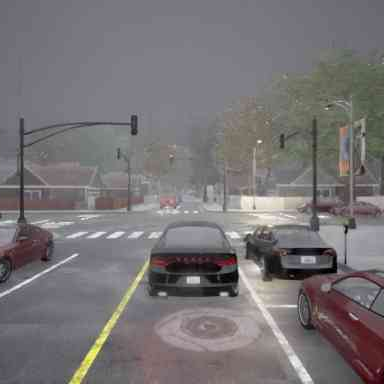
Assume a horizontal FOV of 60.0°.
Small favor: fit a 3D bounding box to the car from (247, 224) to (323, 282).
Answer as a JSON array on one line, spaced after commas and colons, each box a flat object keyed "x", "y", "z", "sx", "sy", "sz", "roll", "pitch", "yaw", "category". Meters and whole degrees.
[{"x": 2.623, "y": 1.566, "z": 9.580, "sx": 1.947, "sy": 1.339, "sz": 4.313, "roll": 0, "pitch": 0, "yaw": 0, "category": "car"}]

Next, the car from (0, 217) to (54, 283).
[{"x": -5.402, "y": 1.582, "z": 9.563, "sx": 1.802, "sy": 1.307, "sz": 4.206, "roll": 0, "pitch": 0, "yaw": 0, "category": "car"}]

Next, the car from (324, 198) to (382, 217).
[{"x": 14.327, "y": 1.470, "z": 29.323, "sx": 4.181, "sy": 1.385, "sz": 1.994, "roll": 0, "pitch": 0, "yaw": 0, "category": "car"}]

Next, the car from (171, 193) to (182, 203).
[{"x": -3.207, "y": 1.272, "z": 69.499, "sx": 2.150, "sy": 2.045, "sz": 5.566, "roll": 0, "pitch": 0, "yaw": 0, "category": "car"}]

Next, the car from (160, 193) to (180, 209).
[{"x": -3.204, "y": 1.243, "z": 46.029, "sx": 2.150, "sy": 2.045, "sz": 5.566, "roll": 0, "pitch": 0, "yaw": 0, "category": "car"}]

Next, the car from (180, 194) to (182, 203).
[{"x": -3.232, "y": 1.385, "z": 55.939, "sx": 2.097, "sy": 1.767, "sz": 4.553, "roll": 0, "pitch": 0, "yaw": 0, "category": "car"}]

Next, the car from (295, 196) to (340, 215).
[{"x": 12.534, "y": 1.267, "z": 32.571, "sx": 4.553, "sy": 1.767, "sz": 2.097, "roll": 0, "pitch": 0, "yaw": 0, "category": "car"}]

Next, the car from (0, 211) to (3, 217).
[{"x": -17.077, "y": 1.659, "z": 25.828, "sx": 4.181, "sy": 1.385, "sz": 1.994, "roll": 0, "pitch": 0, "yaw": 0, "category": "car"}]

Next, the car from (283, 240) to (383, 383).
[{"x": 2.634, "y": 1.582, "z": 4.061, "sx": 1.802, "sy": 1.307, "sz": 4.206, "roll": 0, "pitch": 0, "yaw": 0, "category": "car"}]

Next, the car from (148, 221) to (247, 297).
[{"x": 0.047, "y": 1.478, "z": 8.626, "sx": 1.882, "sy": 1.535, "sz": 5.008, "roll": 0, "pitch": 0, "yaw": 1, "category": "car"}]
